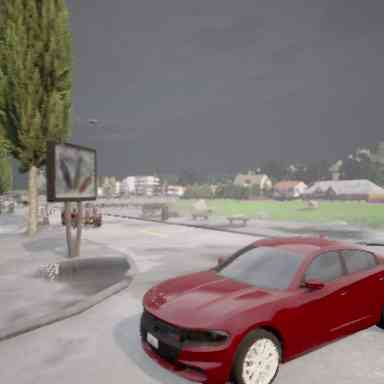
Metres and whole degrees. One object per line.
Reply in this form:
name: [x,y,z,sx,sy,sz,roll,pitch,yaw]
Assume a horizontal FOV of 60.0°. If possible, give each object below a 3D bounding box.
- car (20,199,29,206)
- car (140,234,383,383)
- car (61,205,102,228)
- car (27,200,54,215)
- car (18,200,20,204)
car: [-35.844,2.193,73.235,1.882,1.535,5.008,0,-1,-34]
car: [1.600,1.512,5.398,5.008,1.535,1.882,0,-1,-34]
car: [-8.141,1.703,24.332,1.882,1.535,5.008,0,-1,-34]
car: [-17.250,1.896,38.018,1.812,1.442,4.674,0,-1,-34]
car: [-41.627,2.282,81.902,1.994,1.385,4.181,0,-1,-34]
